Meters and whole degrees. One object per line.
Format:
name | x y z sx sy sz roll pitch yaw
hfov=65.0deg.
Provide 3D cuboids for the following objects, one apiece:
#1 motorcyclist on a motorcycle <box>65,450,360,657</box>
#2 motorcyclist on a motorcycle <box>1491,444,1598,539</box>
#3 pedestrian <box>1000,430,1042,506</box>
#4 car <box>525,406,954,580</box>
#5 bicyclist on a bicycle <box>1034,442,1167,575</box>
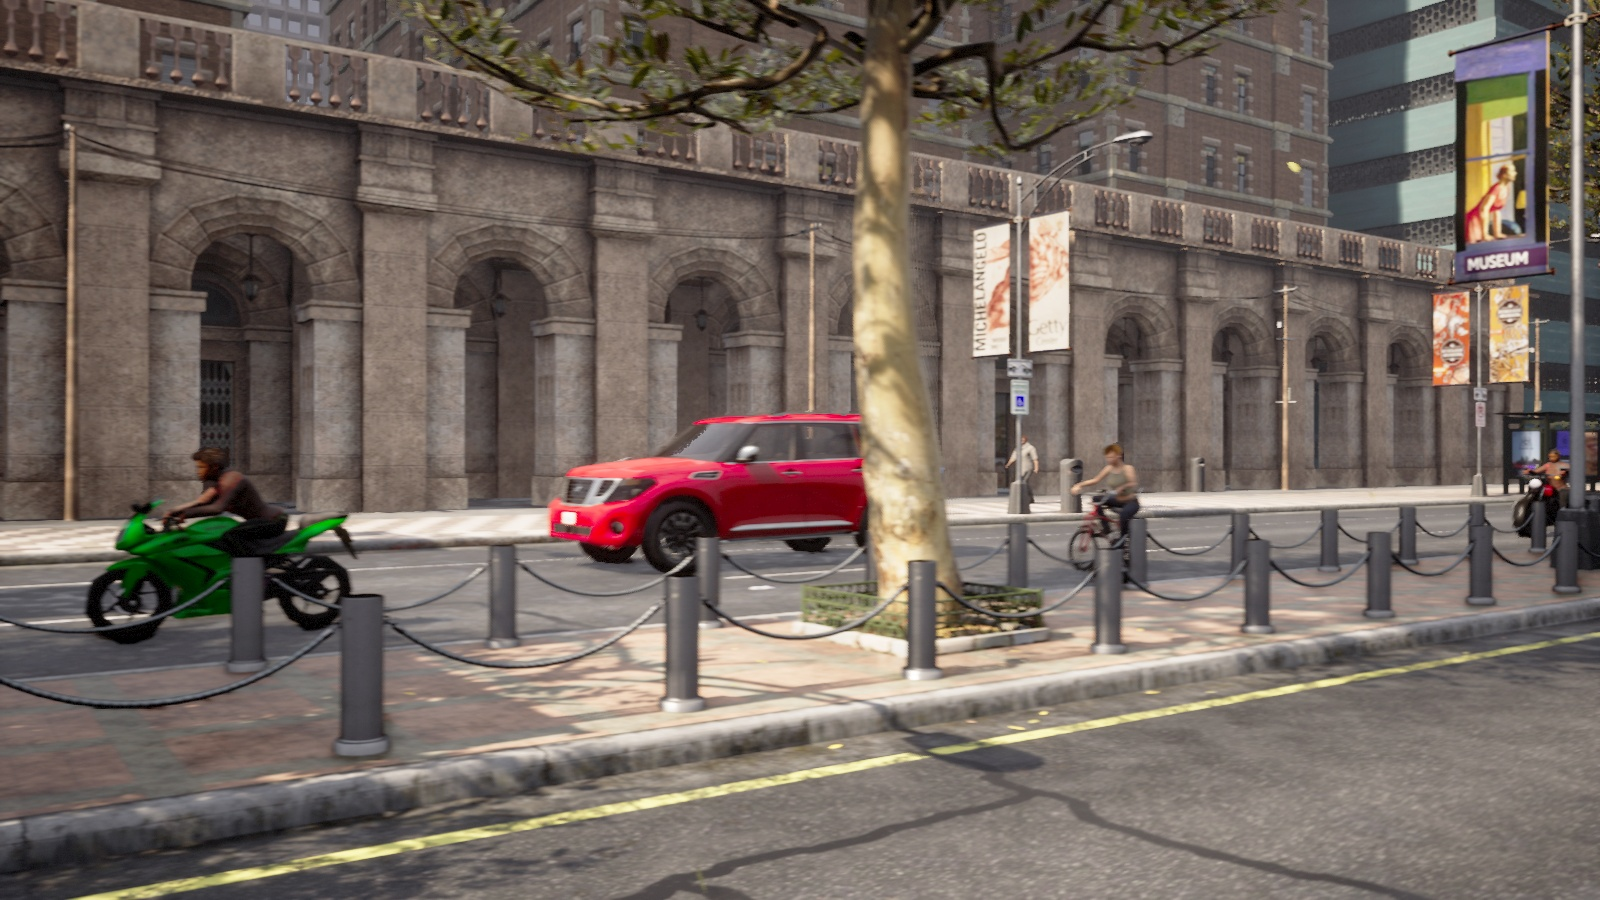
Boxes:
motorcyclist on a motorcycle | -4.709 0.762 10.128 2.044 1.523 0.797 0 0 -35
motorcyclist on a motorcycle | 13.554 0.723 22.844 2.350 1.649 0.766 0 0 -35
pedestrian | 5.821 0.470 33.121 0.873 1.952 0.659 0 0 -35
car | -0.707 0.508 17.180 5.566 2.045 2.150 0 0 -35
bicyclist on a bicycle | 3.855 0.713 16.097 1.509 1.612 0.866 0 0 -35
